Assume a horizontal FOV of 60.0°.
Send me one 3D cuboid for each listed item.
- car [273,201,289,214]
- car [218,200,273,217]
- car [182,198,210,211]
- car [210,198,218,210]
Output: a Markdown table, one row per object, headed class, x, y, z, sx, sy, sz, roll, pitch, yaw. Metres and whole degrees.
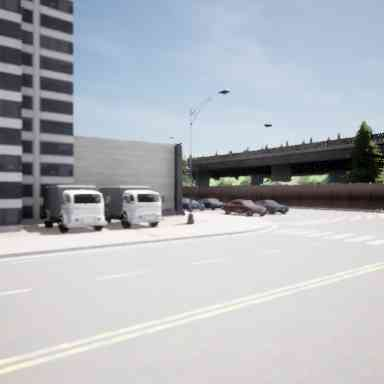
| class | x | y | z | sx | sy | sz | roll | pitch | yaw |
| --- | --- | --- | --- | --- | --- | --- | --- | --- | --- |
| car | 7.561 | 1.471 | 33.105 | 1.994 | 1.385 | 4.181 | 0 | 0 | -36 |
| car | 4.833 | 1.438 | 30.902 | 1.812 | 1.442 | 4.674 | 0 | 0 | -36 |
| car | -0.386 | 1.438 | 38.206 | 1.812 | 1.442 | 4.674 | 0 | 0 | -36 |
| car | 2.190 | 1.455 | 40.617 | 2.033 | 1.411 | 5.357 | 0 | 0 | -35 |
